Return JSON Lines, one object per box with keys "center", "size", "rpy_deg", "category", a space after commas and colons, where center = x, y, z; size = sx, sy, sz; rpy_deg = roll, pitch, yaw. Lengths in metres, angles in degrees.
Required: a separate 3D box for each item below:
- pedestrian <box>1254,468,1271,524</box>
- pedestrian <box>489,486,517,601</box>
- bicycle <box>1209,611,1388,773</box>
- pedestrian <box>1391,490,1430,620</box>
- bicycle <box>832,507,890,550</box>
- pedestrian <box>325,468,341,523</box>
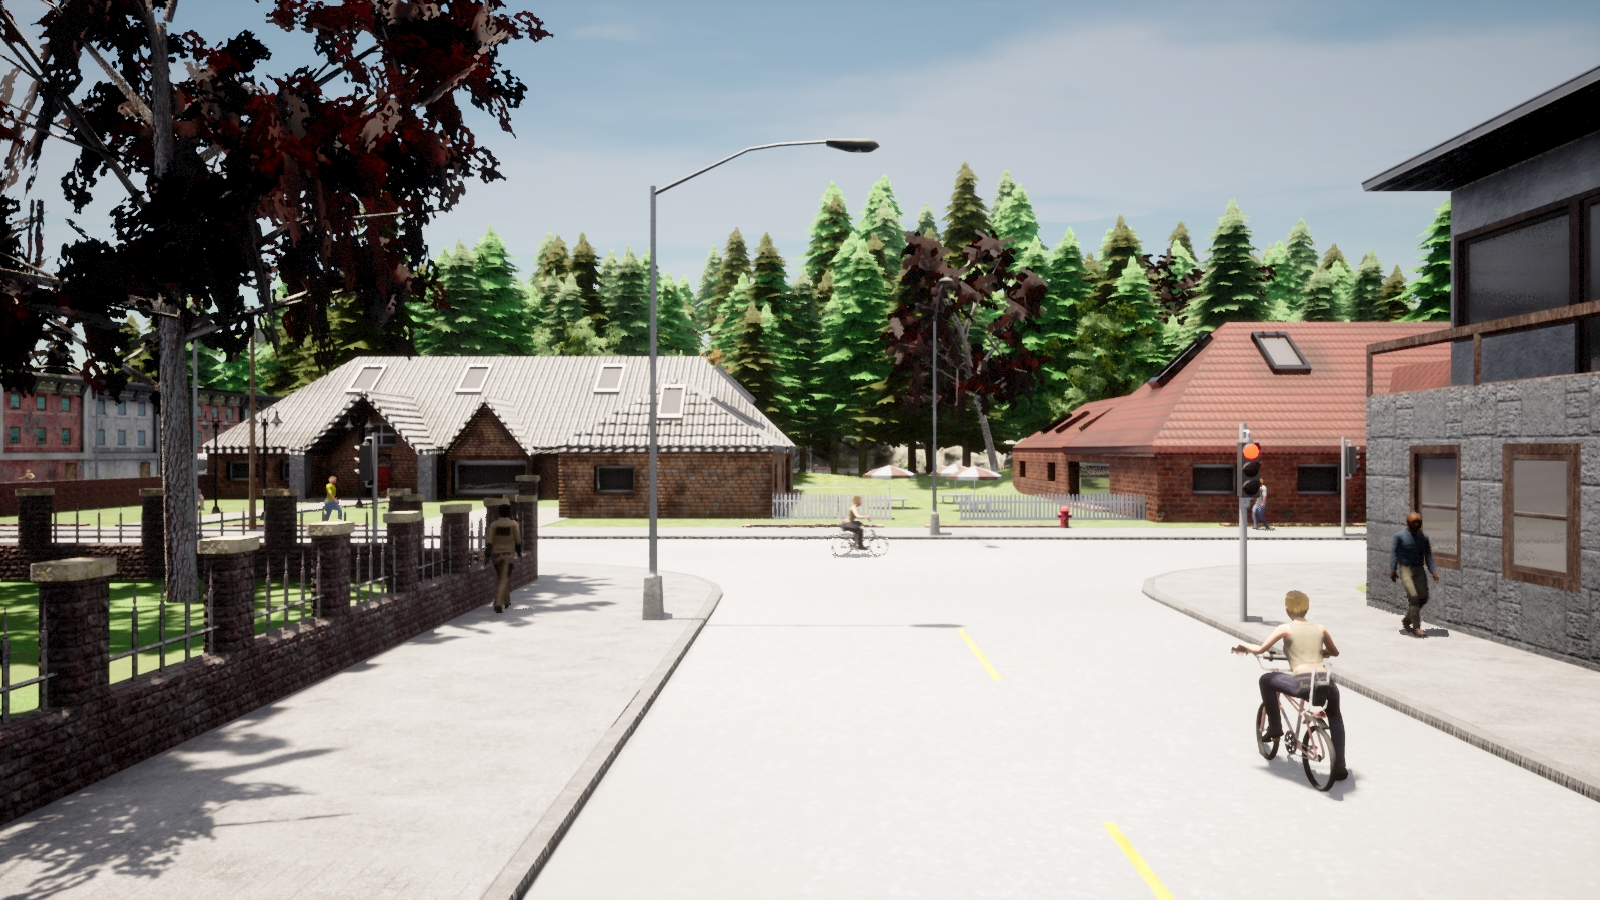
{"center": [15.461, 1.525, 38.227], "size": [0.375, 1.860, 0.375], "rpy_deg": [0, 0, -15], "category": "pedestrian"}
{"center": [-4.883, 1.523, 18.809], "size": [0.375, 1.860, 0.375], "rpy_deg": [0, 0, -1], "category": "pedestrian"}
{"center": [4.247, 2.036, 9.857], "size": [0.859, 1.080, 1.487], "rpy_deg": [0, 0, -2], "category": "bicycle"}
{"center": [8.875, 1.516, 16.618], "size": [0.375, 1.860, 0.375], "rpy_deg": [0, 0, 0], "category": "pedestrian"}
{"center": [1.574, 2.036, 29.806], "size": [1.487, 1.080, 0.859], "rpy_deg": [0, 0, 1], "category": "bicycle"}
{"center": [-15.721, 1.524, 38.461], "size": [0.375, 1.860, 0.375], "rpy_deg": [0, 0, 2], "category": "pedestrian"}
